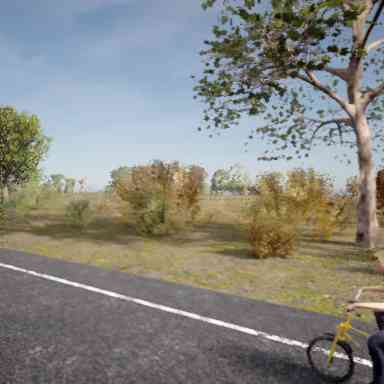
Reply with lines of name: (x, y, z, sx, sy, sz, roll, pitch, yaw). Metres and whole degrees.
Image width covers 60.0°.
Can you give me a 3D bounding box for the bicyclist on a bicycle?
bicyclist on a bicycle: (2.014, 1.436, 3.644, 1.509, 1.612, 0.866, 0, 0, 35)
